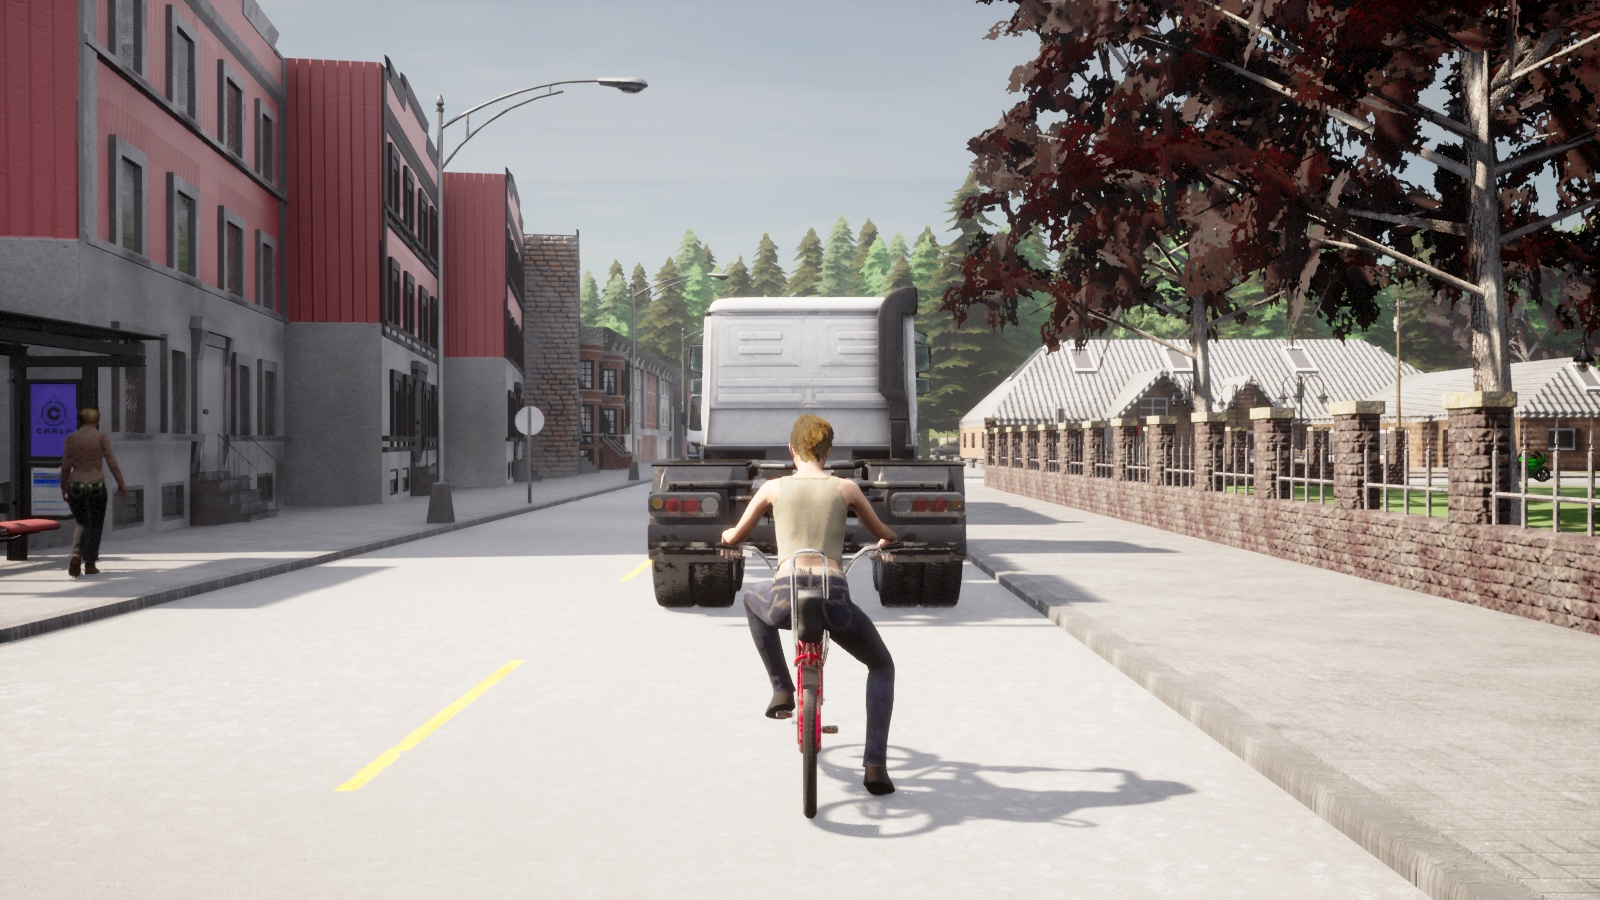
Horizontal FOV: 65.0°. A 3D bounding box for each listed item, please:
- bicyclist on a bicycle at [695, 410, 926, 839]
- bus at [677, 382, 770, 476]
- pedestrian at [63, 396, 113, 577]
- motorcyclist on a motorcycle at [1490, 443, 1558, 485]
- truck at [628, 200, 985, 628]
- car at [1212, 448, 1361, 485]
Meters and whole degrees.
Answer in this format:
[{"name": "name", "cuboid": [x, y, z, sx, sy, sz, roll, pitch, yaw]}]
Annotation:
[{"name": "bicyclist on a bicycle", "cuboid": [0.043, 0.652, 5.474, 0.866, 1.612, 1.509, 0, 0, 0]}, {"name": "bus", "cuboid": [-3.632, -0.985, 62.413, 3.944, 4.253, 10.273, 0, 0, 0]}, {"name": "pedestrian", "cuboid": [-7.441, 0.373, 13.136, 0.331, 1.846, 0.634, 0, 0, -19]}, {"name": "motorcyclist on a motorcycle", "cuboid": [26.496, 0.490, 45.987, 2.044, 1.523, 0.797, 0, 0, -1]}, {"name": "truck", "cuboid": [0.096, -0.315, 14.136, 2.891, 3.462, 7.936, 0, 0, 1]}, {"name": "car", "cuboid": [17.777, 0.601, 46.039, 4.718, 1.301, 1.895, 0, 0, -1]}]
